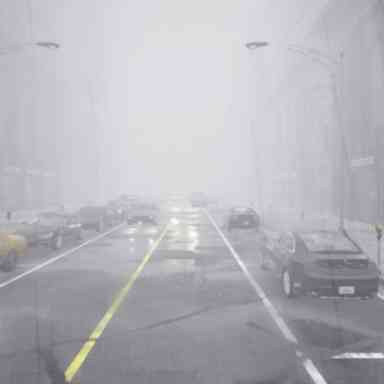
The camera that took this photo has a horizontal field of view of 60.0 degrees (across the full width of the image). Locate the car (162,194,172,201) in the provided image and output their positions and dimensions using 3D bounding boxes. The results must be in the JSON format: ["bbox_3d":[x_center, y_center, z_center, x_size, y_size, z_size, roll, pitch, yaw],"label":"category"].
[{"bbox_3d":[-5.720,1.195,75.353,1.887,1.381,4.507,0,0,0],"label":"car"}]

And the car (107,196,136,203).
[{"bbox_3d":[-5.746,1.322,24.937,1.967,1.590,4.097,0,0,0],"label":"car"}]

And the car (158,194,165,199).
[{"bbox_3d":[-5.732,1.334,52.946,1.802,1.307,4.206,0,0,0],"label":"car"}]

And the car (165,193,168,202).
[{"bbox_3d":[-5.729,1.253,58.377,1.752,1.417,4.829,0,0,0],"label":"car"}]

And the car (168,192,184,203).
[{"bbox_3d":[-2.998,1.184,63.109,1.882,1.535,5.008,0,0,1],"label":"car"}]

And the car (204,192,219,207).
[{"bbox_3d":[2.791,1.218,47.346,1.967,1.590,4.097,0,0,0],"label":"car"}]

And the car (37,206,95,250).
[{"bbox_3d":[-5.753,1.486,13.734,2.008,1.369,4.403,0,0,0],"label":"car"}]

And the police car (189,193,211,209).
[{"bbox_3d":[0.921,1.231,41.138,1.930,1.638,5.238,0,0,0],"label":"police car"}]

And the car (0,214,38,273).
[{"bbox_3d":[-5.755,1.487,7.962,1.752,1.417,4.829,0,0,0],"label":"car"}]

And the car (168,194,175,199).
[{"bbox_3d":[-5.712,1.156,92.158,1.802,1.307,4.206,0,0,0],"label":"car"}]

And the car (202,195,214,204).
[{"bbox_3d":[2.796,1.251,58.721,1.752,1.417,4.829,0,0,0],"label":"car"}]

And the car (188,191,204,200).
[{"bbox_3d":[0.847,0.984,51.049,2.150,2.045,5.566,0,0,-1],"label":"car"}]

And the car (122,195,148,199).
[{"bbox_3d":[-5.743,1.171,30.538,2.192,1.841,5.009,0,0,0],"label":"car"}]

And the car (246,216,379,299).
[{"bbox_3d":[2.770,1.512,8.132,2.008,1.369,4.403,0,0,0],"label":"car"}]

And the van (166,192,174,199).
[{"bbox_3d":[-5.714,0.940,86.556,1.690,1.788,3.998,0,0,0],"label":"van"}]

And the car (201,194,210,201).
[{"bbox_3d":[2.802,1.220,69.755,1.887,1.381,4.507,0,0,0],"label":"car"}]

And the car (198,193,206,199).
[{"bbox_3d":[2.814,1.014,92.163,1.967,1.590,4.097,0,0,0],"label":"car"}]

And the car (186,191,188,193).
[{"bbox_3d":[0.040,1.048,75.421,1.812,1.442,4.674,0,0,0],"label":"car"}]

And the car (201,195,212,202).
[{"bbox_3d":[2.799,1.246,64.153,1.887,1.381,4.507,0,0,0],"label":"car"}]

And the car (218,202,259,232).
[{"bbox_3d":[2.776,1.453,19.337,1.887,1.381,4.507,0,0,0],"label":"car"}]

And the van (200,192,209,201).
[{"bbox_3d":[2.806,0.991,75.356,1.690,1.788,3.998,0,0,0],"label":"van"}]

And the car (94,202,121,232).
[{"bbox_3d":[-5.750,1.474,19.336,1.947,1.339,4.313,0,0,0],"label":"car"}]

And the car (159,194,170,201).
[{"bbox_3d":[-5.723,1.220,69.751,1.887,1.381,4.507,0,0,0],"label":"car"}]

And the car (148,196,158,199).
[{"bbox_3d":[-5.738,1.348,41.742,1.887,1.381,4.507,0,0,0],"label":"car"}]

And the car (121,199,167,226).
[{"bbox_3d":[-3.088,1.440,22.559,2.033,1.411,5.357,0,0,0],"label":"car"}]
